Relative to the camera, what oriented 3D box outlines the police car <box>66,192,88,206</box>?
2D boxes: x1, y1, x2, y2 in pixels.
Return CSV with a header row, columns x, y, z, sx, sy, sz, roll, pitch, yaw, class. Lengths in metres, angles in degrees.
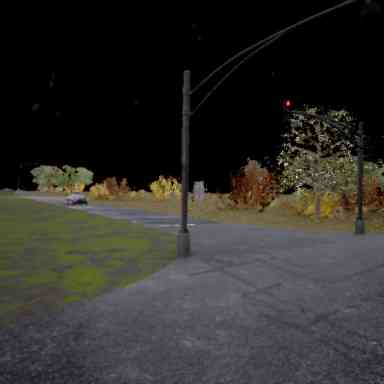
x,y,z,sx,sy,sz,roll,pitch,yaw,class
-14.400,0.874,41.678,1.930,1.638,5.238,1,0,-32,police car
